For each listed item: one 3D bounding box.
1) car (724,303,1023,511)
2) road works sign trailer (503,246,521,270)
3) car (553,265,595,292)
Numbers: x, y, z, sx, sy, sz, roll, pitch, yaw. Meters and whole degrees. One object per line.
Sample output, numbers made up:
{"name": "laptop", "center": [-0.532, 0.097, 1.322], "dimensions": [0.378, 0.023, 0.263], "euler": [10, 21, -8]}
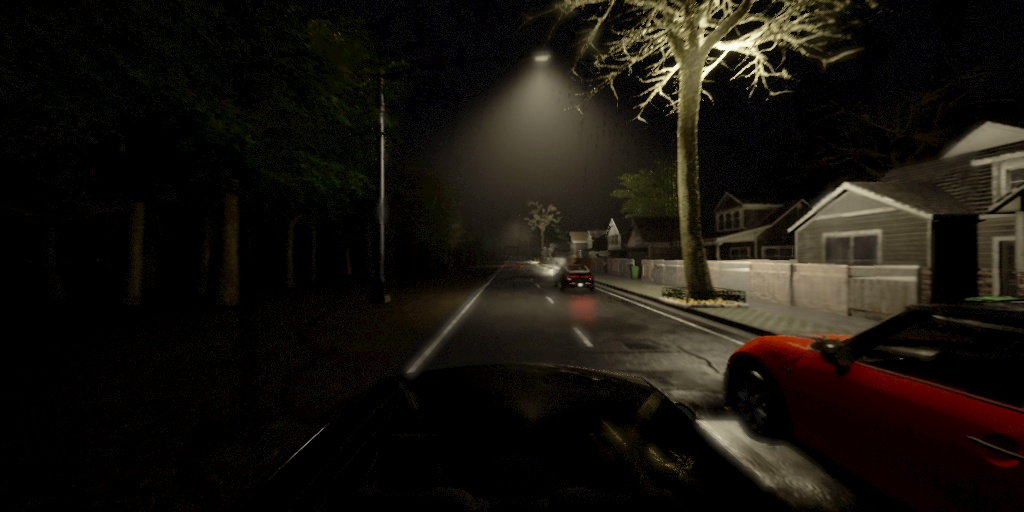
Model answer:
{"name": "car", "center": [3.601, 1.102, 2.459], "dimensions": [2.097, 1.767, 4.553], "euler": [0, 0, 0]}
{"name": "road works sign trailer", "center": [0.003, 0.265, 54.623], "dimensions": [2.380, 3.560, 2.880], "euler": [0, 0, 0]}
{"name": "car", "center": [3.601, 1.266, 21.260], "dimensions": [1.837, 1.490, 4.892], "euler": [0, 0, 0]}
